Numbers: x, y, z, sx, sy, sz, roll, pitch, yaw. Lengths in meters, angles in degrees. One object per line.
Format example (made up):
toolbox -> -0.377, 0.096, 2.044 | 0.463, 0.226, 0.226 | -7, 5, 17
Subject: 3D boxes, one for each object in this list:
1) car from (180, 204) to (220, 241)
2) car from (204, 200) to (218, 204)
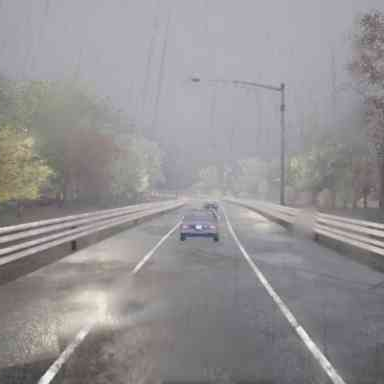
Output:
car -> 0.447, 1.589, 16.993 | 2.033, 1.411, 5.357 | 0, 0, 4
car -> 2.470, 1.725, 43.977 | 1.895, 1.301, 4.718 | 0, 0, 4
